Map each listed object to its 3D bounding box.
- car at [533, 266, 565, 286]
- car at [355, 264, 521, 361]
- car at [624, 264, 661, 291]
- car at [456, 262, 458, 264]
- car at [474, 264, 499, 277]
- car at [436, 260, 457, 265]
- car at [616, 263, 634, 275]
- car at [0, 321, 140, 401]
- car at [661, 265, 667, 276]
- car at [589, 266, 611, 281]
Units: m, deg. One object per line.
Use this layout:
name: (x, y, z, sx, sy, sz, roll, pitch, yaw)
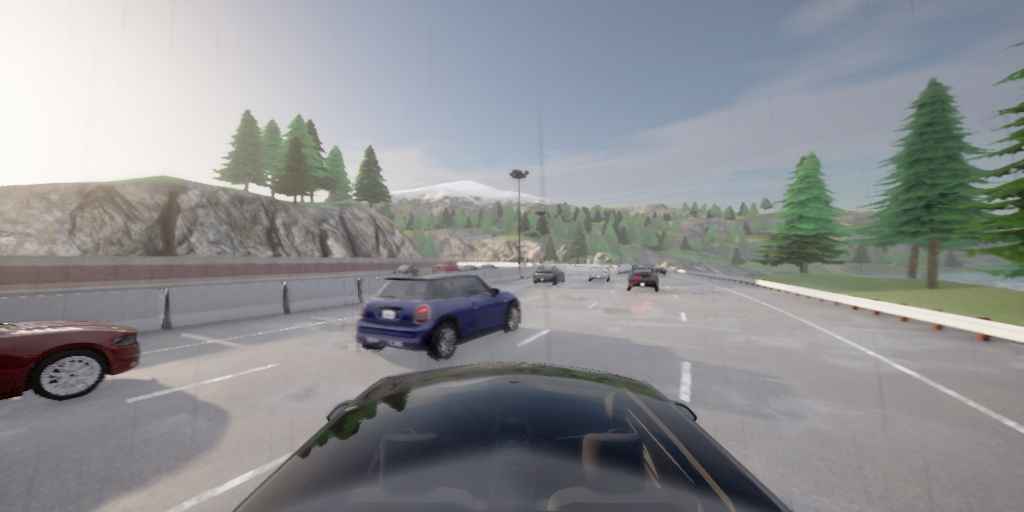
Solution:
car: (3.043, 1.568, 29.008, 2.128, 1.511, 4.902, 0, -1, 19)
car: (-1.491, 1.198, 8.975, 2.097, 1.767, 4.553, -1, -1, 26)
car: (8.762, 1.496, 24.097, 1.837, 1.490, 4.892, 0, -1, 20)
car: (-5.968, 1.919, 49.546, 2.033, 1.411, 5.357, 0, -1, 12)
car: (-3.205, 1.823, 46.055, 1.837, 1.490, 4.892, 0, -1, 13)
car: (-9.291, 1.623, 50.716, 2.150, 2.045, 5.566, 0, -1, 12)
car: (15.461, 1.803, 49.186, 1.812, 1.442, 4.674, 0, -1, 11)
car: (-7.878, 1.292, 4.162, 1.882, 1.535, 5.008, -1, -1, 29)
car: (18.512, 1.828, 46.291, 1.895, 1.301, 4.718, 0, -1, 11)
car: (8.530, 1.653, 34.901, 1.812, 1.442, 4.674, 0, -1, 16)
